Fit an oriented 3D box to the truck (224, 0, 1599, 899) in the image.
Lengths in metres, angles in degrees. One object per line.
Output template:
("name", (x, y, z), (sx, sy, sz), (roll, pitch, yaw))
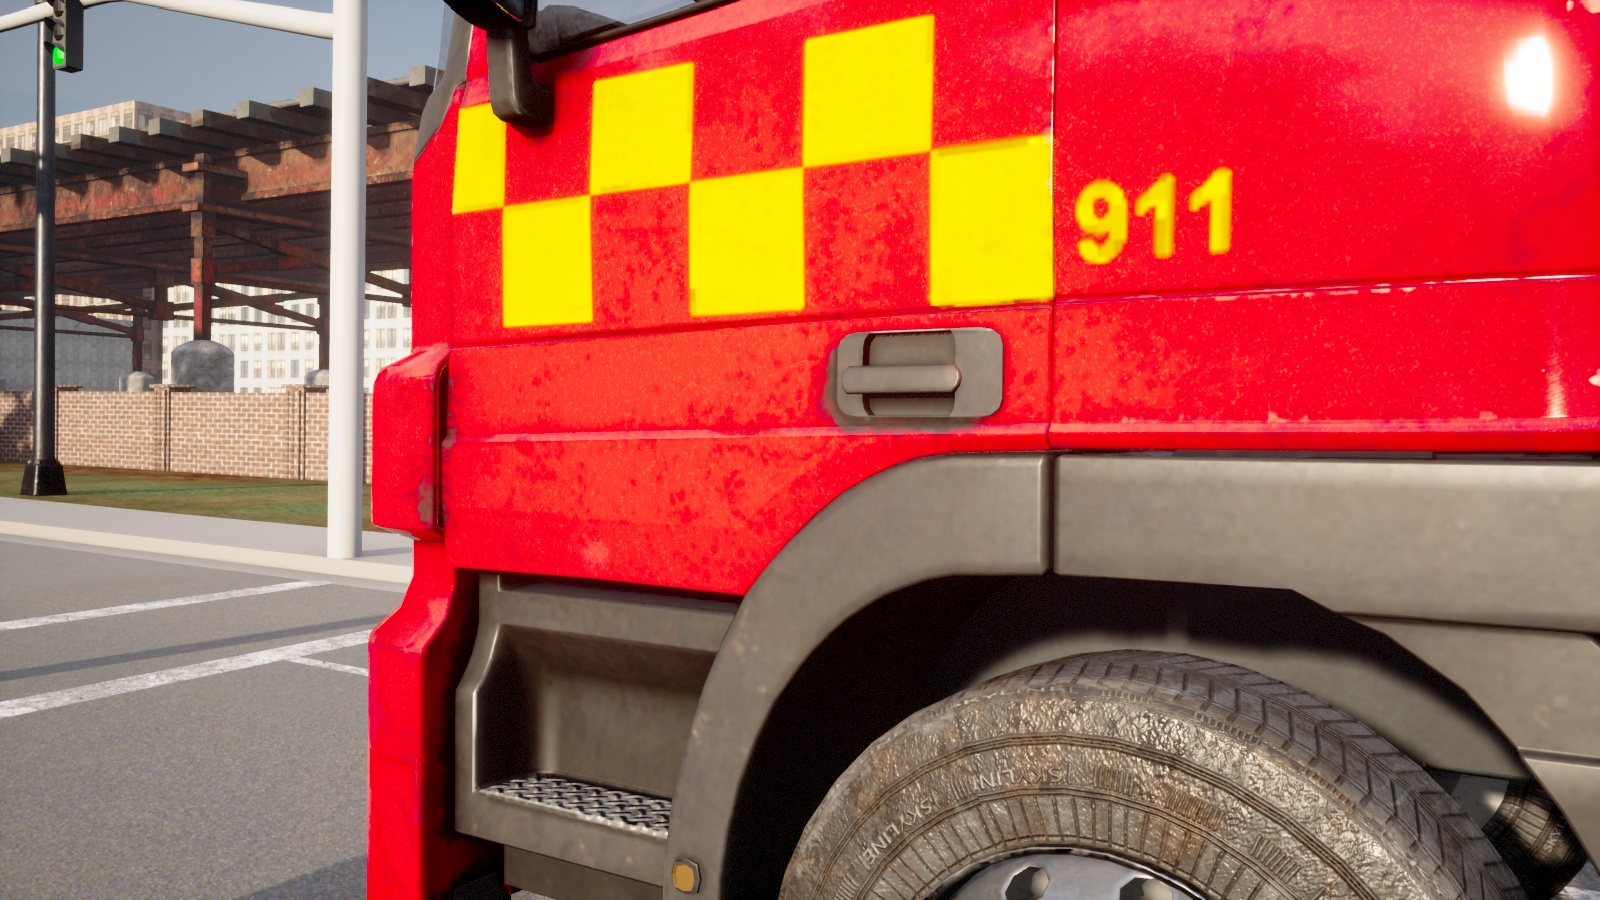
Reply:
("truck", (3.107, -0.482, 1.535), (8.468, 3.827, 2.891), (0, 1, 34))
